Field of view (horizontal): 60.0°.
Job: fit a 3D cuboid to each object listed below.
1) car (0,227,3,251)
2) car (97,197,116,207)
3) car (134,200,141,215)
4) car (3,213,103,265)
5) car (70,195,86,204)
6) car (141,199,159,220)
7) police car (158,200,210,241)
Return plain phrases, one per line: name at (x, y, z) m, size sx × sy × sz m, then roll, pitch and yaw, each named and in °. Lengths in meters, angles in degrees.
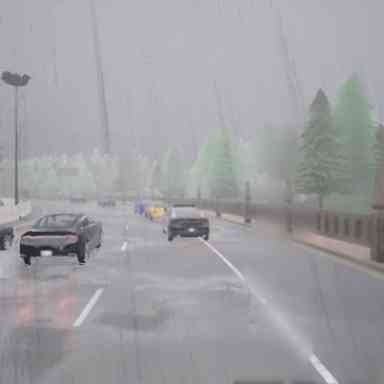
car at (-7.757, 1.612, 11.106) m, size 1.895 × 1.301 × 4.718 m, roll 0°, pitch 0°, yaw -6°
car at (-13.121, 1.493, 50.917) m, size 2.128 × 1.511 × 4.902 m, roll 0°, pitch 0°, yaw -29°
car at (-4.642, 1.470, 33.751) m, size 1.882 × 1.535 × 5.008 m, roll 0°, pitch 0°, yaw -18°
car at (-4.355, 1.495, 11.724) m, size 2.128 × 1.511 × 4.902 m, roll 0°, pitch 0°, yaw -7°
car at (-22.359, 1.421, 65.260) m, size 1.882 × 1.535 × 5.008 m, roll 0°, pitch 0°, yaw -38°
car at (-2.790, 1.447, 27.634) m, size 1.801 × 1.575 × 5.366 m, roll 0°, pitch 0°, yaw -15°
police car at (-0.432, 1.417, 16.843) m, size 1.930 × 1.638 × 5.238 m, roll 0°, pitch 0°, yaw -9°
